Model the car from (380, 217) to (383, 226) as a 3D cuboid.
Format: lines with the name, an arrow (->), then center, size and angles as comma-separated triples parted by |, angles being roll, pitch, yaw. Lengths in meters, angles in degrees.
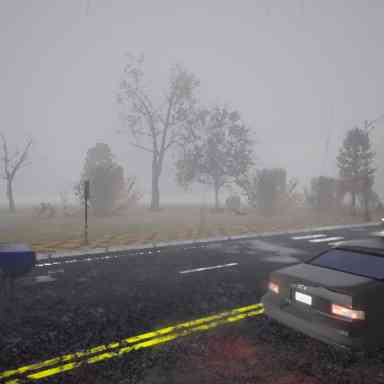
car -> 13.906, 1.537, 20.506 | 5.357, 1.411, 2.033 | 0, 0, -32

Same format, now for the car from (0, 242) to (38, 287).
car -> -6.107, 1.601, 7.292 | 4.718, 1.301, 1.895 | 0, 0, -35

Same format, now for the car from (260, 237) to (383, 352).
car -> 3.734, 1.546, 5.979 | 5.357, 1.411, 2.033 | 0, 0, -31
